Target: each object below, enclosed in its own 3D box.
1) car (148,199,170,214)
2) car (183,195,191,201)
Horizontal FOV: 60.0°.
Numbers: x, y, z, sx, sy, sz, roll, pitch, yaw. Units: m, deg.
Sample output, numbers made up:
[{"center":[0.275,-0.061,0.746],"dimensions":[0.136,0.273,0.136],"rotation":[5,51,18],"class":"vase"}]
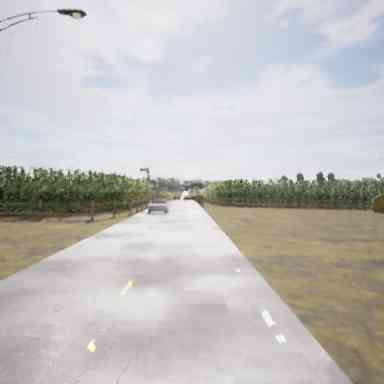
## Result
[{"center":[-3.255,1.397,32.982],"dimensions":[1.895,1.301,4.718],"rotation":[0,0,-1],"class":"car"},{"center":[-1.355,1.645,86.875],"dimensions":[1.895,1.301,4.718],"rotation":[0,-1,-1],"class":"car"}]
